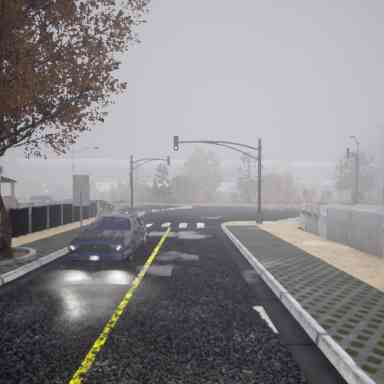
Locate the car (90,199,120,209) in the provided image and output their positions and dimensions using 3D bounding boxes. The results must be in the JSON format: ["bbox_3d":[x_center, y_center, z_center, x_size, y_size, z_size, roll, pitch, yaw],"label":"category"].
[{"bbox_3d":[-12.009,1.740,42.891,4.892,1.490,1.837,-1,2,35],"label":"car"}]

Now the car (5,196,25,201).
[{"bbox_3d":[-32.179,1.817,61.680,4.902,1.511,2.128,-1,2,36],"label":"car"}]

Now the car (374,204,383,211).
[{"bbox_3d":[18.503,1.297,29.015,4.674,1.442,1.812,0,2,37],"label":"car"}]

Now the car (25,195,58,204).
[{"bbox_3d":[-22.509,1.547,50.515,5.566,2.045,2.150,0,2,36],"label":"car"}]

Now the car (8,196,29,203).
[{"bbox_3d":[-38.976,1.629,74.642,4.902,1.511,2.128,-1,2,36],"label":"car"}]

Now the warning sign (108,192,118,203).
[{"bbox_3d":[-14.257,1.011,60.232,1.060,1.860,1.300,2,1,36],"label":"warning sign"}]

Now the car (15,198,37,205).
[{"bbox_3d":[-33.062,1.838,66.339,4.718,1.301,1.895,-1,2,36],"label":"car"}]

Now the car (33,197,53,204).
[{"bbox_3d":[-30.871,1.676,68.760,4.181,1.385,1.994,-1,2,36],"label":"car"}]

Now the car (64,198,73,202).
[{"bbox_3d":[-17.733,1.685,51.071,4.902,1.511,2.128,-1,2,36],"label":"car"}]

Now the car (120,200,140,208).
[{"bbox_3d":[-9.307,1.720,44.946,4.718,1.301,1.895,-1,2,36],"label":"car"}]

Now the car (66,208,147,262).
[{"bbox_3d":[-2.843,1.546,12.359,2.033,1.411,5.357,0,0,0],"label":"car"}]
